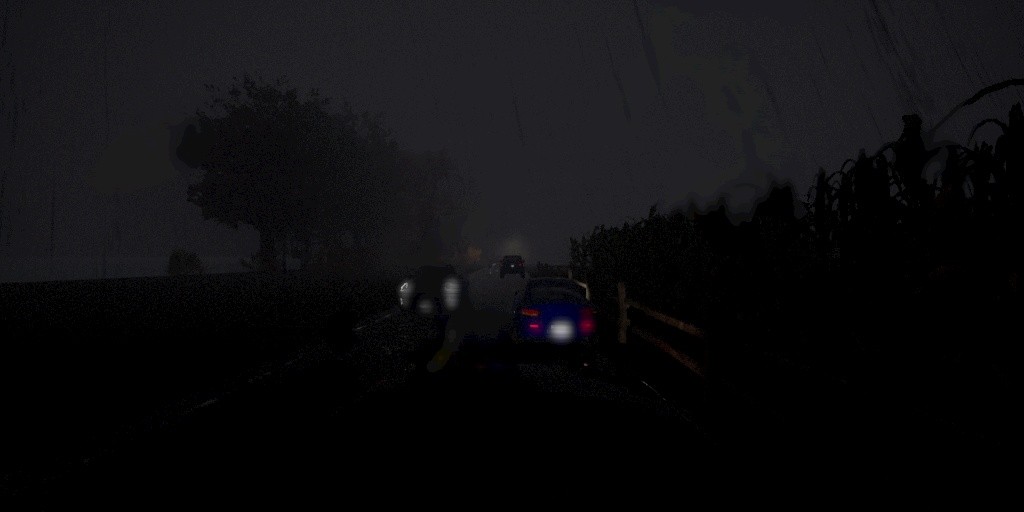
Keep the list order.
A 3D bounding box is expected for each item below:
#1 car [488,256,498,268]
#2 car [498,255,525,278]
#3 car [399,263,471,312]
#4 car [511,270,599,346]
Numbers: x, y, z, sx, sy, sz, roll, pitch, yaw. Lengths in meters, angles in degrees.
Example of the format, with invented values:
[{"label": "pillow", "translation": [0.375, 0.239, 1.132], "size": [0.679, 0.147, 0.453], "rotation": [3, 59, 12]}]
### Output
[{"label": "car", "translation": [-2.869, 1.218, 58.329], "size": [2.128, 1.511, 4.902], "rotation": [0, 0, 0]}, {"label": "car", "translation": [0.034, 0.957, 33.751], "size": [2.150, 2.045, 5.566], "rotation": [0, 0, 0]}, {"label": "car", "translation": [-2.858, 1.095, 14.153], "size": [2.097, 1.767, 4.553], "rotation": [0, 0, 0]}, {"label": "car", "translation": [0.959, 1.272, 9.265], "size": [1.812, 1.442, 4.674], "rotation": [0, 0, 0]}]
